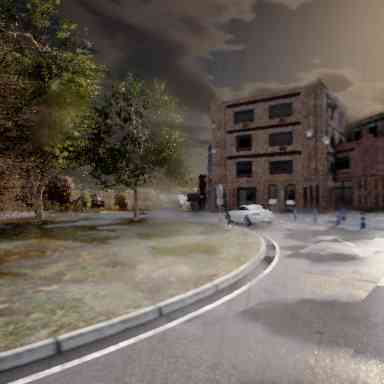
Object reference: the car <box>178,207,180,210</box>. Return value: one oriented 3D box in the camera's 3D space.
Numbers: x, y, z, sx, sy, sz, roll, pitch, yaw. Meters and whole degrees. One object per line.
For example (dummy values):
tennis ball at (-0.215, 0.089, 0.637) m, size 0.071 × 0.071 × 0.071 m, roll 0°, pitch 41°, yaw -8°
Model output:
car at (-4.948, 4.856, 89.265) m, size 2.002 × 1.452 × 4.674 m, roll 0°, pitch -4°, yaw 0°

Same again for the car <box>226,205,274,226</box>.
car at (4.195, 1.662, 24.410) m, size 1.812 × 1.442 × 4.674 m, roll 0°, pitch -1°, yaw -20°

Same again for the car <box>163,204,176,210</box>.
car at (-4.916, 3.389, 67.275) m, size 2.002 × 1.452 × 4.674 m, roll 1°, pitch -4°, yaw 0°
